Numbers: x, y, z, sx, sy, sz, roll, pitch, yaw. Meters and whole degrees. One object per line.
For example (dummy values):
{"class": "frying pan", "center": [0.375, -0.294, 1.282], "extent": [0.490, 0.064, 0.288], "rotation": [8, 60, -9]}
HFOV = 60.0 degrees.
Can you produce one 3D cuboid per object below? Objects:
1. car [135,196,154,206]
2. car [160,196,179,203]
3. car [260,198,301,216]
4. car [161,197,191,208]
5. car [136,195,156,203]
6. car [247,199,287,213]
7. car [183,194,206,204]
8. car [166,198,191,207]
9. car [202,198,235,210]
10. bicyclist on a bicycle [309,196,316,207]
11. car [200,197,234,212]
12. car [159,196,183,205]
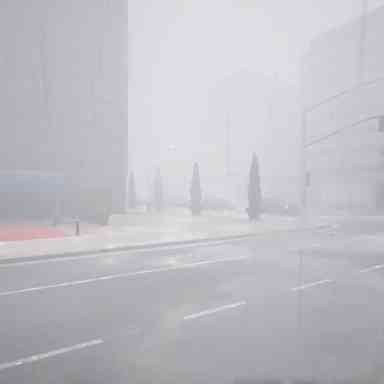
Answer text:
{"class": "car", "center": [-8.100, 1.526, 55.676], "extent": [1.812, 1.442, 4.674], "rotation": [0, 0, -34]}
{"class": "car", "center": [-4.757, 1.601, 69.527], "extent": [1.895, 1.301, 4.718], "rotation": [0, 0, -35]}
{"class": "car", "center": [8.192, 1.352, 32.161], "extent": [2.097, 1.767, 4.553], "rotation": [0, 0, -35]}
{"class": "car", "center": [-2.559, 1.547, 47.646], "extent": [2.033, 1.411, 5.357], "rotation": [0, 0, -35]}
{"class": "car", "center": [-9.772, 1.520, 70.452], "extent": [2.128, 1.511, 4.902], "rotation": [0, 0, -35]}
{"class": "car", "center": [8.509, 1.564, 37.841], "extent": [1.994, 1.385, 4.181], "rotation": [0, 0, -35]}
{"class": "car", "center": [0.365, 1.352, 62.186], "extent": [2.097, 1.767, 4.553], "rotation": [0, 0, -35]}
{"class": "car", "center": [-2.202, 1.601, 53.280], "extent": [1.895, 1.301, 4.718], "rotation": [0, 0, -35]}
{"class": "car", "center": [3.515, 1.526, 45.036], "extent": [1.812, 1.442, 4.674], "rotation": [0, 0, -35]}
{"class": "bicyclist on a bicycle", "center": [16.941, 1.301, 46.707], "extent": [1.656, 1.620, 0.582], "rotation": [0, 0, -35]}
{"class": "car", "center": [3.001, 1.491, 39.637], "extent": [2.128, 1.511, 4.902], "rotation": [0, 0, -35]}
{"class": "car", "center": [-4.062, 1.547, 62.421], "extent": [2.033, 1.411, 5.357], "rotation": [0, 0, -35]}
